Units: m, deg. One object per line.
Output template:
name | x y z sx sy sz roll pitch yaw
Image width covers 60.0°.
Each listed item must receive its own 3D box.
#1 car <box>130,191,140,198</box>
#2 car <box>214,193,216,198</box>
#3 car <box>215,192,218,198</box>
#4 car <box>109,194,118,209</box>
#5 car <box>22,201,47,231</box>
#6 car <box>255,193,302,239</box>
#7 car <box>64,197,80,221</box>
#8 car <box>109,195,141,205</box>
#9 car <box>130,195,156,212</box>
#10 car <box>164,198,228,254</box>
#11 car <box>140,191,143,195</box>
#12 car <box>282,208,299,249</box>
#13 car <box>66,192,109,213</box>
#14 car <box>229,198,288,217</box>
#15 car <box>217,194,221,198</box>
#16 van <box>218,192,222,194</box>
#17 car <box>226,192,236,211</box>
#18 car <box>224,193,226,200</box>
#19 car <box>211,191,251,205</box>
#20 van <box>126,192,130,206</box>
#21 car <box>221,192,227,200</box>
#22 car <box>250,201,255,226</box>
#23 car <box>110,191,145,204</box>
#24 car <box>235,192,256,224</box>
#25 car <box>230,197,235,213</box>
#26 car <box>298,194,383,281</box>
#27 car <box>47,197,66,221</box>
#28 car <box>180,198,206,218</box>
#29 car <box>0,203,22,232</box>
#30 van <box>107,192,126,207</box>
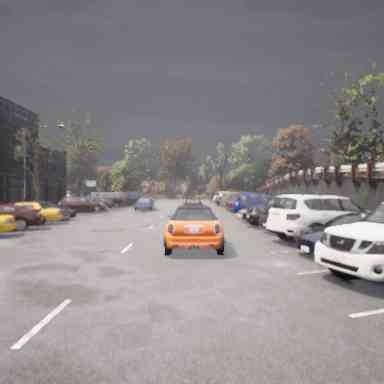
car | -10.961 0.989 48.114 5.566 2.045 2.435 -1 0 -20
car | 5.947 0.990 47.826 5.566 2.045 2.435 1 1 -20
car | 5.997 1.133 44.828 4.553 1.767 2.185 1 1 -20
car | -10.992 1.304 36.271 4.892 1.521 2.231 -1 1 -20
car | -11.008 1.393 18.515 5.008 1.535 2.097 -1 1 -20
car | 5.967 1.161 14.611 5.566 2.045 2.435 1 0 -20
car | -10.979 1.393 24.446 4.792 1.488 2.163 -1 0 -20
car | -10.959 1.238 54.041 4.792 1.488 2.163 -1 0 -20
car | -5.087 1.343 36.134 1.812 1.442 4.674 0 0 0
car | 0.077 1.284 13.223 2.097 1.767 4.553 0 0 0
car | -10.957 0.973 51.073 5.566 2.045 2.435 -1 0 -20
car | 5.902 1.457 11.569 4.792 1.488 2.163 1 1 -20
car | -11.025 1.193 33.296 4.553 1.767 2.185 -1 0 -20
car | 5.917 1.365 29.705 4.792 1.488 2.163 1 1 -20
car | 5.964 1.291 38.779 4.892 1.521 2.231 1 1 -20
van | 6.070 1.049 41.845 4.442 1.987 1.878 1 0 -20
car | 5.975 1.100 26.702 5.566 2.045 2.435 1 0 -20
car | 5.923 1.195 32.728 4.553 1.767 2.185 1 0 -20
car | 5.991 0.974 50.886 5.566 2.045 2.435 1 0 -20
van | -11.095 1.032 45.097 4.442 1.987 1.878 -1 1 -20
car | 5.917 1.179 35.757 4.553 1.767 2.185 1 0 -20
car | 5.923 1.398 17.634 4.892 1.521 2.231 1 0 -20
car | -10.997 0.942 56.957 5.566 2.045 2.435 -1 1 -20
car | 5.910 1.130 20.639 5.566 2.045 2.435 1 1 -20
car | 5.768 1.362 23.603 5.366 1.575 1.946 1 1 -20
car | 5.906 1.191 8.544 5.566 2.045 2.435 1 1 -20
car | -11.175 1.378 21.399 5.366 1.575 1.946 -1 1 -20
car | 0.096 1.341 29.655 2.128 1.511 4.902 0 0 0
car | -11.182 1.408 15.482 5.366 1.575 1.946 -1 1 -20
van | -11.099 1.048 42.138 4.442 1.987 1.878 -1 1 -20
